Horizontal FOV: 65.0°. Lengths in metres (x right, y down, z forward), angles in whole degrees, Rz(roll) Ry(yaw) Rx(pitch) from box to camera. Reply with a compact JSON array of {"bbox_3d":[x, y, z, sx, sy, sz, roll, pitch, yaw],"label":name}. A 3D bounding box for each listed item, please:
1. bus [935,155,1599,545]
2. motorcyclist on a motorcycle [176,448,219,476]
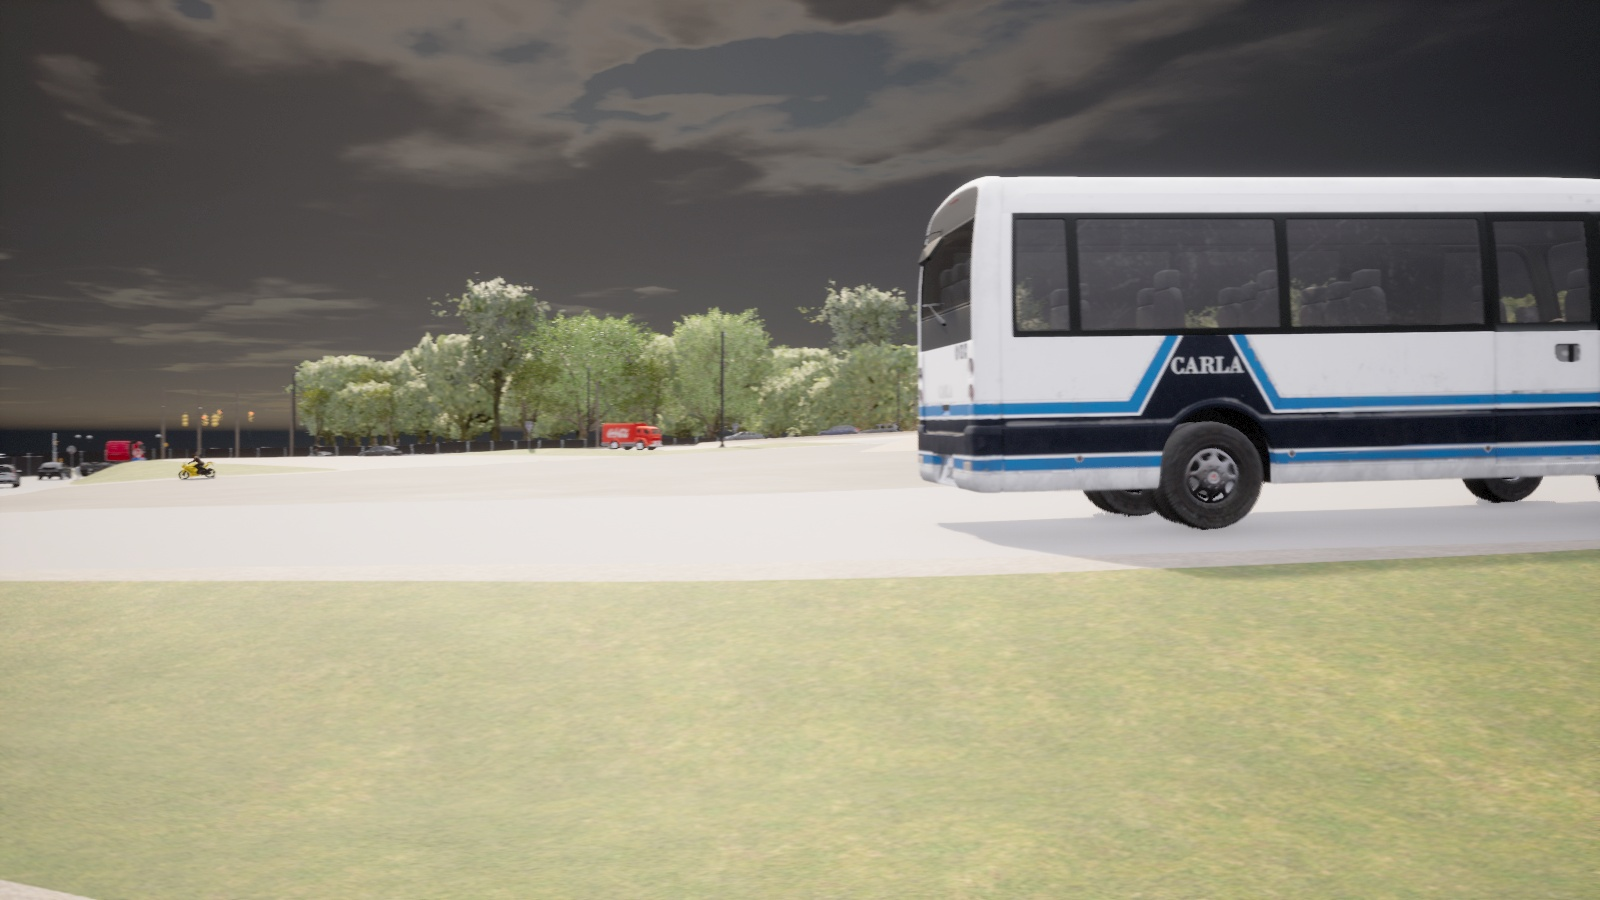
[{"bbox_3d":[7.253,-1.213,16.282,10.273,4.253,3.944,-1,2,-7],"label":"bus"},{"bbox_3d":[-35.084,0.687,73.184,2.044,1.523,0.797,-3,2,-13],"label":"motorcyclist on a motorcycle"}]
